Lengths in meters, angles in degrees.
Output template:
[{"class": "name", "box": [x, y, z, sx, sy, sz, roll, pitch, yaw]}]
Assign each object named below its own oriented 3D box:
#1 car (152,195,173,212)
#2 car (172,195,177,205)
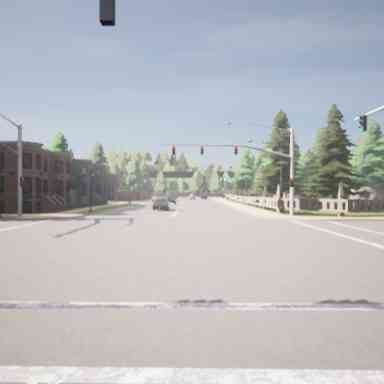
[{"class": "car", "box": [-3.624, 1.501, 39.588, 1.837, 1.490, 4.892, 0, 0, 0]}, {"class": "car", "box": [-3.544, 1.301, 55.823, 1.837, 1.490, 4.892, 0, 0, 0]}]
